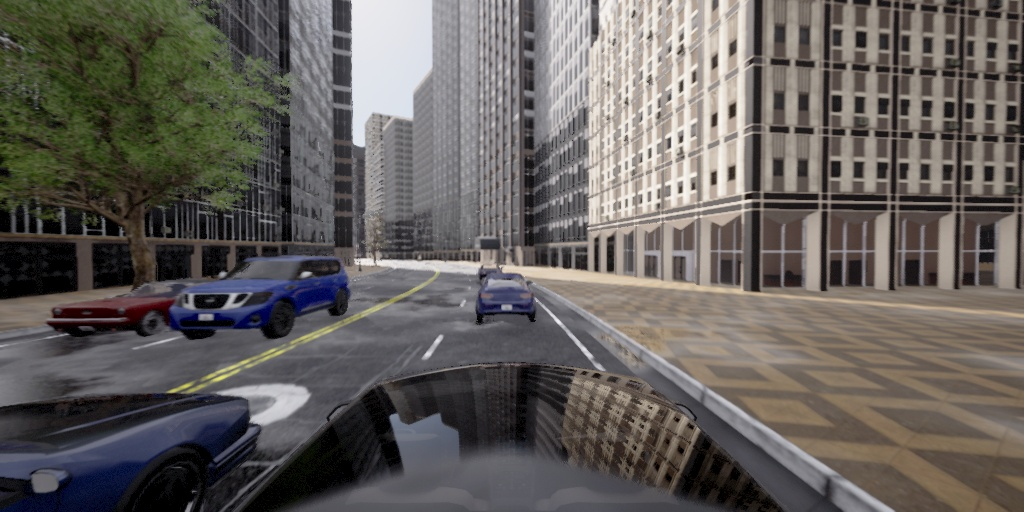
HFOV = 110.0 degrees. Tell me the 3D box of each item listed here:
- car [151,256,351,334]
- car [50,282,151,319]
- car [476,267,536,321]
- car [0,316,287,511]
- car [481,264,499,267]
[{"bbox_3d":[-6.736,1.000,10.548,2.150,2.045,5.566,0,0,-2],"label":"car"},{"bbox_3d":[-9.987,1.383,10.556,1.895,1.301,4.718,0,0,-2],"label":"car"},{"bbox_3d":[-0.256,1.283,12.356,1.812,1.442,4.674,0,0,-3],"label":"car"},{"bbox_3d":[-3.173,1.303,0.720,2.033,1.411,5.357,0,0,0],"label":"car"},{"bbox_3d":[-1.983,1.374,31.255,1.895,1.301,4.718,0,0,-7],"label":"car"}]
